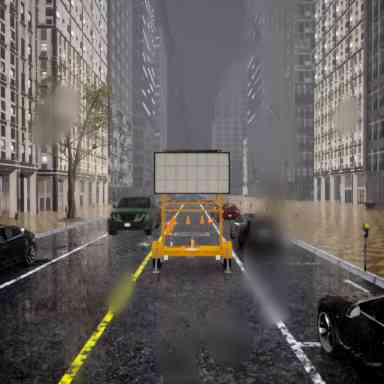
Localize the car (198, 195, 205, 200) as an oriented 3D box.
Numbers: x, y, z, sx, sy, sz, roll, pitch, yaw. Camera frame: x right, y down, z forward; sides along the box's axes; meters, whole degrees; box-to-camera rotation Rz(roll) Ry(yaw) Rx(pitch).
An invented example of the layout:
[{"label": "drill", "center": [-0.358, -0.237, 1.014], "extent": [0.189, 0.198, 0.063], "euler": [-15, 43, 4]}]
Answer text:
[{"label": "car", "center": [2.663, 1.498, 93.378], "extent": [2.008, 1.369, 4.403], "euler": [-1, 0, 0]}]

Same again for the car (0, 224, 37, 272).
[{"label": "car", "center": [-5.699, 1.564, 8.732], "extent": [1.947, 1.339, 4.313], "euler": [-1, 0, 0]}]

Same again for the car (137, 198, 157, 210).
[{"label": "car", "center": [-5.706, 1.534, 42.580], "extent": [2.008, 1.369, 4.403], "euler": [-1, 0, 0]}]

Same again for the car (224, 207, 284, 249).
[{"label": "car", "center": [2.681, 1.562, 14.379], "extent": [1.947, 1.339, 4.313], "euler": [-1, 0, 0]}]

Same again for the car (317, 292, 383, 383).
[{"label": "car", "center": [2.684, 1.565, 3.093], "extent": [1.947, 1.339, 4.313], "euler": [-1, 0, 0]}]

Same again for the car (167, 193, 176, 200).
[{"label": "car", "center": [-5.721, 1.262, 93.353], "extent": [2.192, 1.841, 5.009], "euler": [-1, 0, 0]}]

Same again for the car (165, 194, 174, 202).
[{"label": "car", "center": [-5.714, 1.487, 76.259], "extent": [1.752, 1.417, 4.829], "euler": [-1, 0, 0]}]

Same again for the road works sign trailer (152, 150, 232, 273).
[{"label": "road works sign trailer", "center": [0.001, 0.462, 10.643], "extent": [2.380, 3.560, 2.880], "euler": [0, 0, 0]}]

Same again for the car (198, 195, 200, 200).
[{"label": "car", "center": [2.667, 1.513, 76.449], "extent": [2.008, 1.369, 4.403], "euler": [-1, 0, 0]}]

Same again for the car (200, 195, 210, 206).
[{"label": "car", "center": [2.672, 1.522, 53.879], "extent": [1.887, 1.381, 4.507], "euler": [-1, 0, 0]}]

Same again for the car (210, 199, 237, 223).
[{"label": "car", "center": [2.678, 1.536, 25.665], "extent": [1.887, 1.381, 4.507], "euler": [-1, 0, 0]}]

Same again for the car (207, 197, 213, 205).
[{"label": "car", "center": [2.677, 1.514, 31.477], "extent": [1.752, 1.417, 4.829], "euler": [-1, 0, 0]}]

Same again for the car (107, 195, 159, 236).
[{"label": "car", "center": [-3.104, 1.216, 18.720], "extent": [2.150, 2.045, 5.566], "euler": [0, 0, 0]}]
